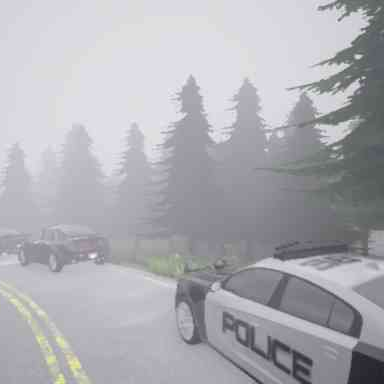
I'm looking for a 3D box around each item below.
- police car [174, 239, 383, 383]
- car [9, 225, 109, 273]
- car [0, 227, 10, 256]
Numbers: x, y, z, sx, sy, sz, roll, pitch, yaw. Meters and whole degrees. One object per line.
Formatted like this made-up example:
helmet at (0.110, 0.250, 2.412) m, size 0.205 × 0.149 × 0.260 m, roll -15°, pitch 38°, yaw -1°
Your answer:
police car at (1.389, 1.441, 4.164) m, size 1.930 × 1.638 × 5.238 m, roll -1°, pitch -1°, yaw -28°
car at (-5.026, 2.053, 12.706) m, size 4.892 × 1.490 × 1.837 m, roll -6°, pitch -4°, yaw 44°
car at (-10.078, 2.555, 16.759) m, size 5.008 × 1.535 × 1.882 m, roll -6°, pitch -3°, yaw 33°
